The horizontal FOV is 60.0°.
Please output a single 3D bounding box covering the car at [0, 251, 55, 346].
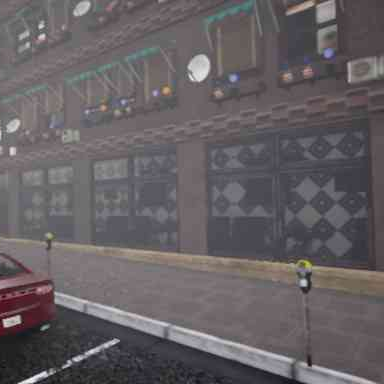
[{"bbox_3d":[-4.207,1.620,5.745,4.507,1.381,1.887,-1,-2,36],"label":"car"}]
